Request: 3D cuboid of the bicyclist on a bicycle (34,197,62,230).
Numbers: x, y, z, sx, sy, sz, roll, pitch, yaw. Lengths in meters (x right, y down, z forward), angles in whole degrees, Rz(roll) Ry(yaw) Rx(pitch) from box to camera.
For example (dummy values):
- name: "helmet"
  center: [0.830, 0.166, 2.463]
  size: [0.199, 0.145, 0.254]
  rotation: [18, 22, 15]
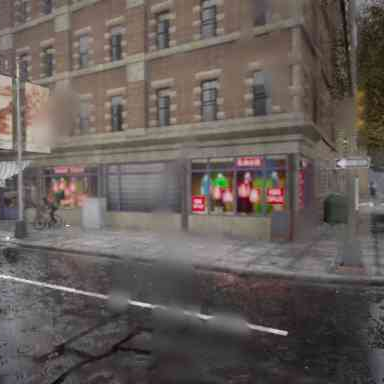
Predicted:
- name: "bicyclist on a bicycle"
  center: [-7.229, 1.066, 16.720]
  size: [0.582, 1.620, 1.656]
  rotation: [0, 1, 29]
